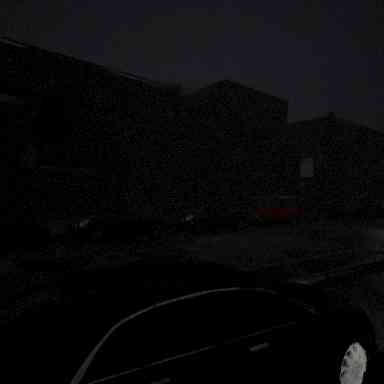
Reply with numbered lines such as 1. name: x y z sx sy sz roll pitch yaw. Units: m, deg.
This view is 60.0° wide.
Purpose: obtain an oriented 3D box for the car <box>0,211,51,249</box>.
1. car: -7.968 1.487 12.791 4.674 1.452 2.002 0 0 -36

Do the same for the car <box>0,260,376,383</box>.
1. car: 0.016 1.510 3.451 4.892 1.490 1.837 0 0 -36

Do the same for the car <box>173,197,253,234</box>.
1. car: 0.933 1.351 19.177 4.553 1.767 2.185 0 0 -36

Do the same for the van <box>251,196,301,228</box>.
1. van: 5.303 1.265 22.311 4.442 1.987 1.878 0 0 -36

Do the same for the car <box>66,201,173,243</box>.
1. car: -3.556 1.336 15.956 4.553 1.767 2.185 0 0 -36

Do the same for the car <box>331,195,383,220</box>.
1. car: 14.455 1.270 28.877 5.566 2.045 2.435 0 0 -36
